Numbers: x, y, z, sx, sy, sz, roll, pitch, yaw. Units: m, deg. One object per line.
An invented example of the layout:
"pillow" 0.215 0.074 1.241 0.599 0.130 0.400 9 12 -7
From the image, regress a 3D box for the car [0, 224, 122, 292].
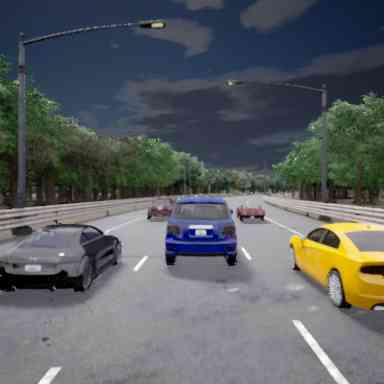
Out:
"car" -3.247 1.542 8.903 1.994 1.385 4.181 0 0 1

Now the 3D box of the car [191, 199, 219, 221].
"car" 1.184 1.438 28.129 2.128 1.511 4.902 0 0 4

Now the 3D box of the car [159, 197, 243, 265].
"car" 0.325 1.197 11.787 2.150 2.045 5.566 0 0 2

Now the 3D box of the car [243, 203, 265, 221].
"car" 4.572 1.554 26.540 1.895 1.301 4.718 0 0 4

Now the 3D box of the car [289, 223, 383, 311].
"car" 3.726 1.465 7.826 1.882 1.535 5.008 0 0 1

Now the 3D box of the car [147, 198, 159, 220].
"car" -2.333 1.295 27.938 2.097 1.767 4.553 0 0 4
